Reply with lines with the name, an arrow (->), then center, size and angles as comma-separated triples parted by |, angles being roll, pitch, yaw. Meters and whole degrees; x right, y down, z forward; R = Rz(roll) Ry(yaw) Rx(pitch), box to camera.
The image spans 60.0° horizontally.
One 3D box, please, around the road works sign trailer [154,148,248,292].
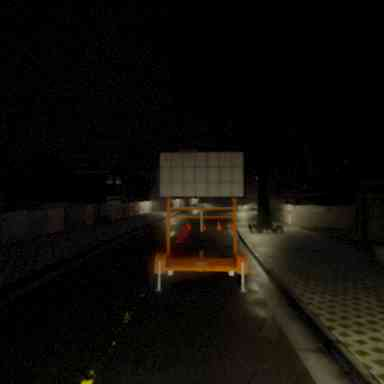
road works sign trailer -> 0.270, 0.581, 9.293 | 2.380, 3.560, 2.880 | 0, -1, 3
